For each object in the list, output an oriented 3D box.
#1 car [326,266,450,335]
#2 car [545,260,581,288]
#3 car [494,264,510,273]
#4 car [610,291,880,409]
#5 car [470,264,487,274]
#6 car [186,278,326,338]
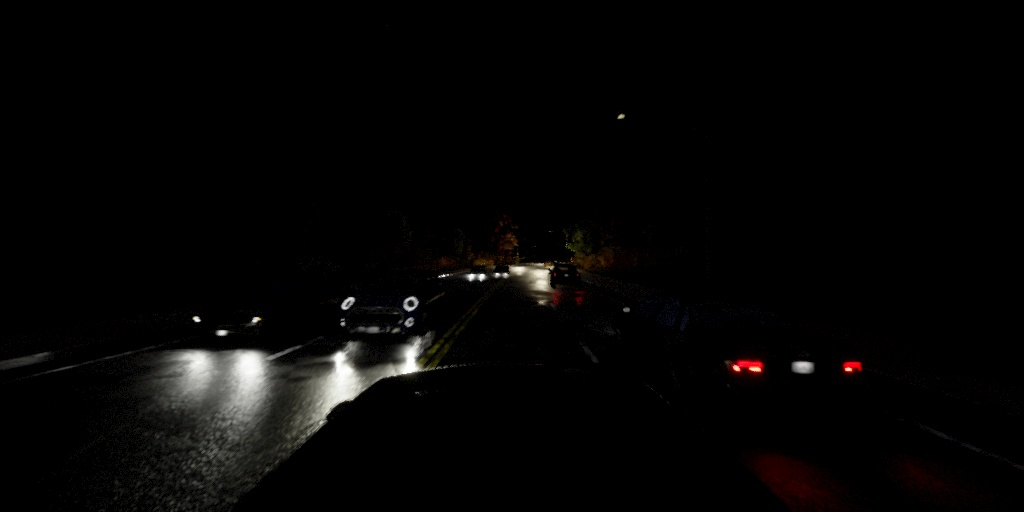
[{"bbox_3d":[-3.270,1.195,10.791,2.097,1.767,4.553,0,-1,1],"label":"car"},{"bbox_3d":[3.812,1.370,26.714,2.097,1.767,4.553,0,-1,2],"label":"car"},{"bbox_3d":[-1.436,1.832,53.164,1.994,1.385,4.181,0,-1,5],"label":"car"},{"bbox_3d":[3.374,1.356,6.648,2.033,1.411,5.357,0,-1,0],"label":"car"},{"bbox_3d":[-4.804,1.851,51.653,1.895,1.301,4.718,0,-1,4],"label":"car"},{"bbox_3d":[-6.533,1.386,10.769,2.033,1.411,5.357,0,-1,1],"label":"car"}]
